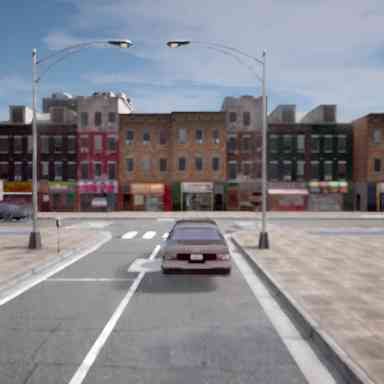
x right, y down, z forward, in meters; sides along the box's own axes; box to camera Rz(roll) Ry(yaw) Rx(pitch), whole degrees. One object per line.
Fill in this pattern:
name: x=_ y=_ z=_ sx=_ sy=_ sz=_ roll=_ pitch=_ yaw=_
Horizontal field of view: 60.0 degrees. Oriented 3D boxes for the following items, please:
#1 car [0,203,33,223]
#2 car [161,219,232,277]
car: x=-14.811 y=1.529 z=25.055 sx=5.357 sy=1.411 sz=2.033 roll=0 pitch=1 yaw=-3
car: x=0.104 y=1.550 z=10.194 sx=2.033 sy=1.411 sz=5.357 roll=0 pitch=0 yaw=0
